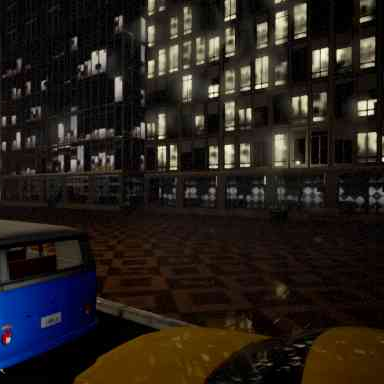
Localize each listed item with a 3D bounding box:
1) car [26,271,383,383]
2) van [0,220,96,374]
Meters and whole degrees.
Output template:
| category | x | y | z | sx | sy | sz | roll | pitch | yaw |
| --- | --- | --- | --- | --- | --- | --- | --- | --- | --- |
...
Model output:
| category | x | y | z | sx | sy | sz | roll | pitch | yaw |
| --- | --- | --- | --- | --- | --- | --- | --- | --- | --- |
| car | 1.123 | 1.525 | 2.066 | 4.829 | 1.417 | 1.752 | 0 | 0 | 35 |
| van | -3.238 | 1.341 | 5.175 | 3.998 | 1.788 | 1.690 | 0 | 0 | 35 |
